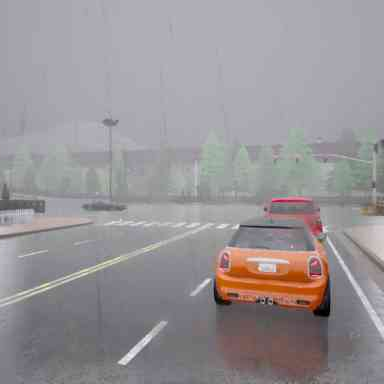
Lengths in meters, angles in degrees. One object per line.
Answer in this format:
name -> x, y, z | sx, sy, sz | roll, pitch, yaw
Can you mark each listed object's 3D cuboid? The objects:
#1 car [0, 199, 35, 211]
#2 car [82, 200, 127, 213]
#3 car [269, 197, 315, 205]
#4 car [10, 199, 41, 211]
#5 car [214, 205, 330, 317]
car -> -21.851, 1.568, 40.653 | 4.718, 1.301, 1.895 | 1, 0, 16
car -> -9.701, 1.601, 37.132 | 4.718, 1.301, 1.895 | 0, 0, 16
car -> 4.220, 1.221, 14.123 | 2.150, 2.045, 5.566 | 0, 0, 16
car -> -18.457, 1.592, 36.025 | 4.718, 1.301, 1.895 | 0, 0, 16
car -> 2.025, 1.352, 7.855 | 2.097, 1.767, 4.553 | 0, 0, 19
